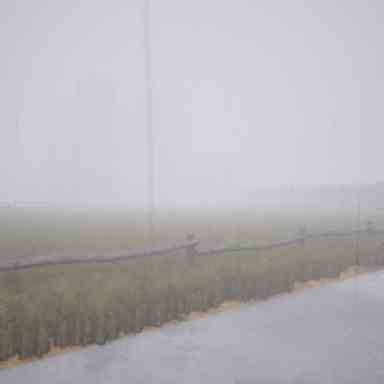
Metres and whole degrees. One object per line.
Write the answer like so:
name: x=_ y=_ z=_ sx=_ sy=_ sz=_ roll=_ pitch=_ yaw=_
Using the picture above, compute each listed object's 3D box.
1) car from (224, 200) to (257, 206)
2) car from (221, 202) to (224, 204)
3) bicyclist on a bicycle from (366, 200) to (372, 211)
car: x=8.387 y=2.065 z=55.591 sx=2.033 sy=1.411 sz=5.357 roll=1 pitch=0 yaw=-36
car: x=8.009 y=2.191 z=65.877 sx=4.718 sy=1.301 sz=1.895 roll=1 pitch=0 yaw=-36
bicyclist on a bicycle: x=22.356 y=1.844 z=41.849 sx=1.656 sy=1.620 sz=0.582 roll=1 pitch=-1 yaw=-36
